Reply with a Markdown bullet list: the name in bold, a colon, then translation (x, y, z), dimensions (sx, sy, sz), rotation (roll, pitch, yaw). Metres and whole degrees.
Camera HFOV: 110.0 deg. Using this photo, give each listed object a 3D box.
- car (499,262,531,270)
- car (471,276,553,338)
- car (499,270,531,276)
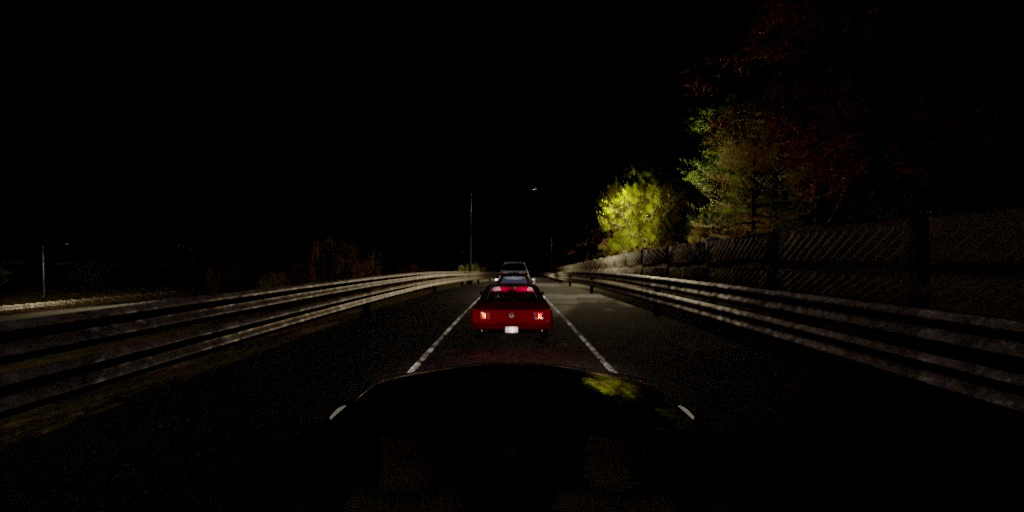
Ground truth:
- **car**: translation (0.192, 1.507, 26.636), dimensions (2.150, 2.045, 5.566), rotation (0, -2, 1)
- **car**: translation (0.000, 1.406, 10.293), dimensions (1.895, 1.301, 4.718), rotation (0, -1, 0)
- **car**: translation (0.120, 1.495, 16.587), dimensions (1.994, 1.385, 4.181), rotation (0, -1, 1)
